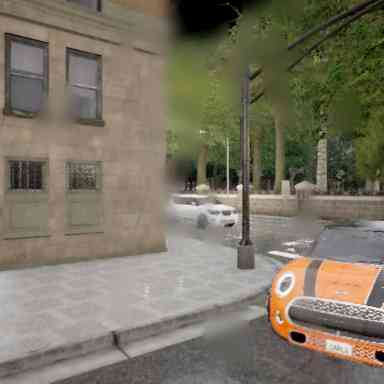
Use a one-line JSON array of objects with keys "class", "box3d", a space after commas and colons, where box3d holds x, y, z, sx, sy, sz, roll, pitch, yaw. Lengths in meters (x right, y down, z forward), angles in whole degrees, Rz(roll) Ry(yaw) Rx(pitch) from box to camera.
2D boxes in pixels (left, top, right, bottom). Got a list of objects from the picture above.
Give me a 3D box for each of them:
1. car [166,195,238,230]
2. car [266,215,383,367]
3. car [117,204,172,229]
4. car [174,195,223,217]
[{"class": "car", "box3d": [0.532, 1.201, 21.580, 2.150, 2.045, 5.566, 0, 0, -35]}, {"class": "car", "box3d": [3.092, 1.350, 6.013, 2.097, 1.767, 4.553, -1, 0, 34]}, {"class": "car", "box3d": [-3.260, 1.541, 22.222, 1.947, 1.339, 4.313, 0, 0, -35]}, {"class": "car", "box3d": [0.507, 1.280, 31.760, 2.192, 1.841, 5.009, 0, 0, -35]}]
